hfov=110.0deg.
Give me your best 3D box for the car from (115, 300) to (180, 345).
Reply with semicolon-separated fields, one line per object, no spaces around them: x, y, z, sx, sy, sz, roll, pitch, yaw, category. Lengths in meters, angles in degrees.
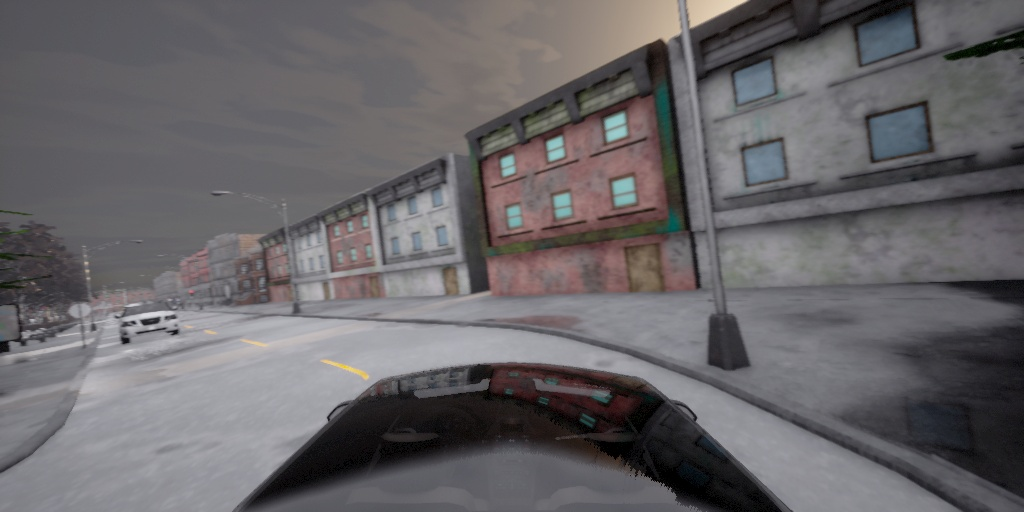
-20.426;3.579;20.110;5.566;2.045;2.150;-7;0;42;car
